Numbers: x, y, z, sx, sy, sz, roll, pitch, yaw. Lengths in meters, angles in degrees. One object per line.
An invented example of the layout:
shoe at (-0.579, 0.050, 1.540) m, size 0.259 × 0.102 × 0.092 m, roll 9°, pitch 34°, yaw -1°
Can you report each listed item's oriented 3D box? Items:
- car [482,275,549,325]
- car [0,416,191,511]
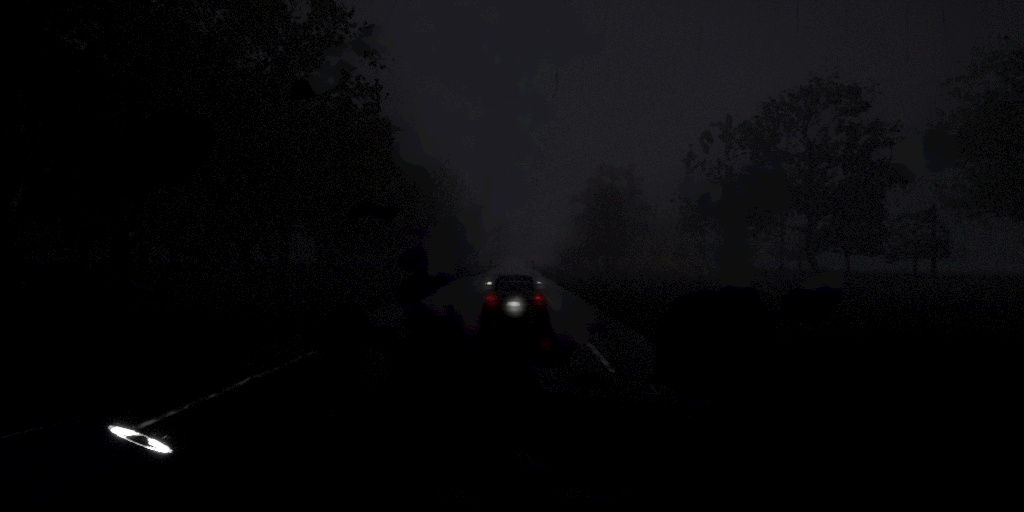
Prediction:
car at (0.098, 1.318, 11.851) m, size 1.994 × 1.385 × 4.181 m, roll 0°, pitch 0°, yaw 0°
car at (-3.067, 1.101, 0.298) m, size 2.097 × 1.767 × 4.553 m, roll 0°, pitch 0°, yaw 2°
